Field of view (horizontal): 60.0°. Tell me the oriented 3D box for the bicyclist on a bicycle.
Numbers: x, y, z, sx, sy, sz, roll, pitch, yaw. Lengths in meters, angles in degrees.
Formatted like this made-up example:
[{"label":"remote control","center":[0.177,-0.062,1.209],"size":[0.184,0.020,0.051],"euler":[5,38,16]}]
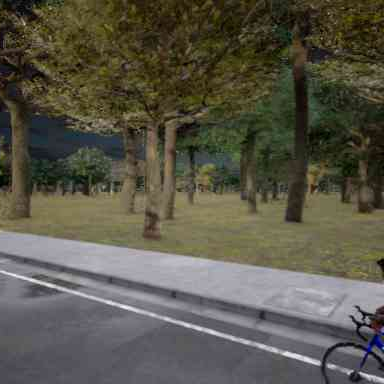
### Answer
[{"label":"bicyclist on a bicycle","center":[2.090,1.453,3.175],"size":[1.656,1.620,0.582],"euler":[0,0,35]}]
